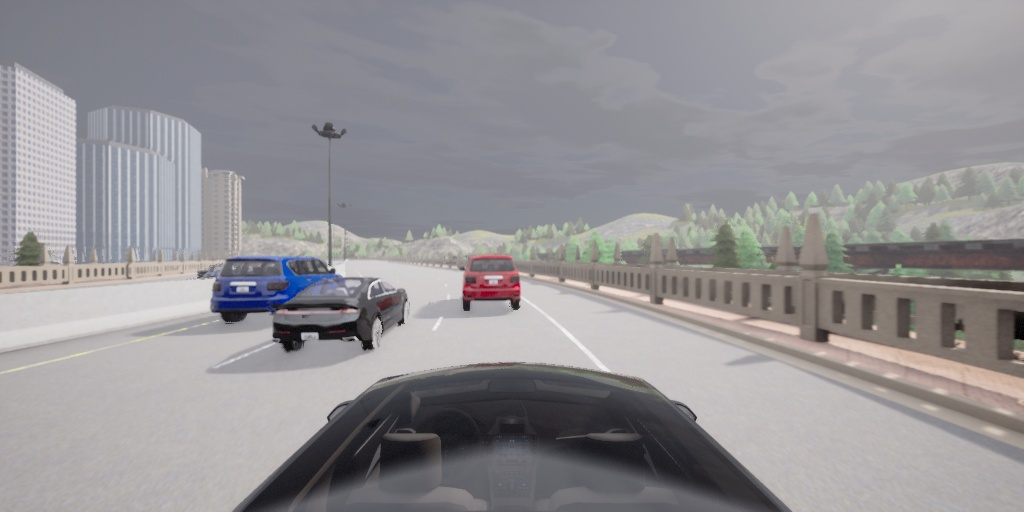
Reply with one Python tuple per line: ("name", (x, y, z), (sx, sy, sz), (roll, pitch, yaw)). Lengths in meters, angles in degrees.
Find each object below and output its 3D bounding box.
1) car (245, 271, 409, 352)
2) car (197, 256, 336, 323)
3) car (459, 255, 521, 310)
("car", (-3.899, 1.267, 9.006), (2.128, 1.511, 4.902), (0, 0, -4))
("car", (-7.707, 1.016, 12.513), (2.150, 2.045, 5.566), (0, 0, -7))
("car", (-0.995, 0.995, 15.054), (2.150, 2.045, 5.566), (0, 0, -8))
